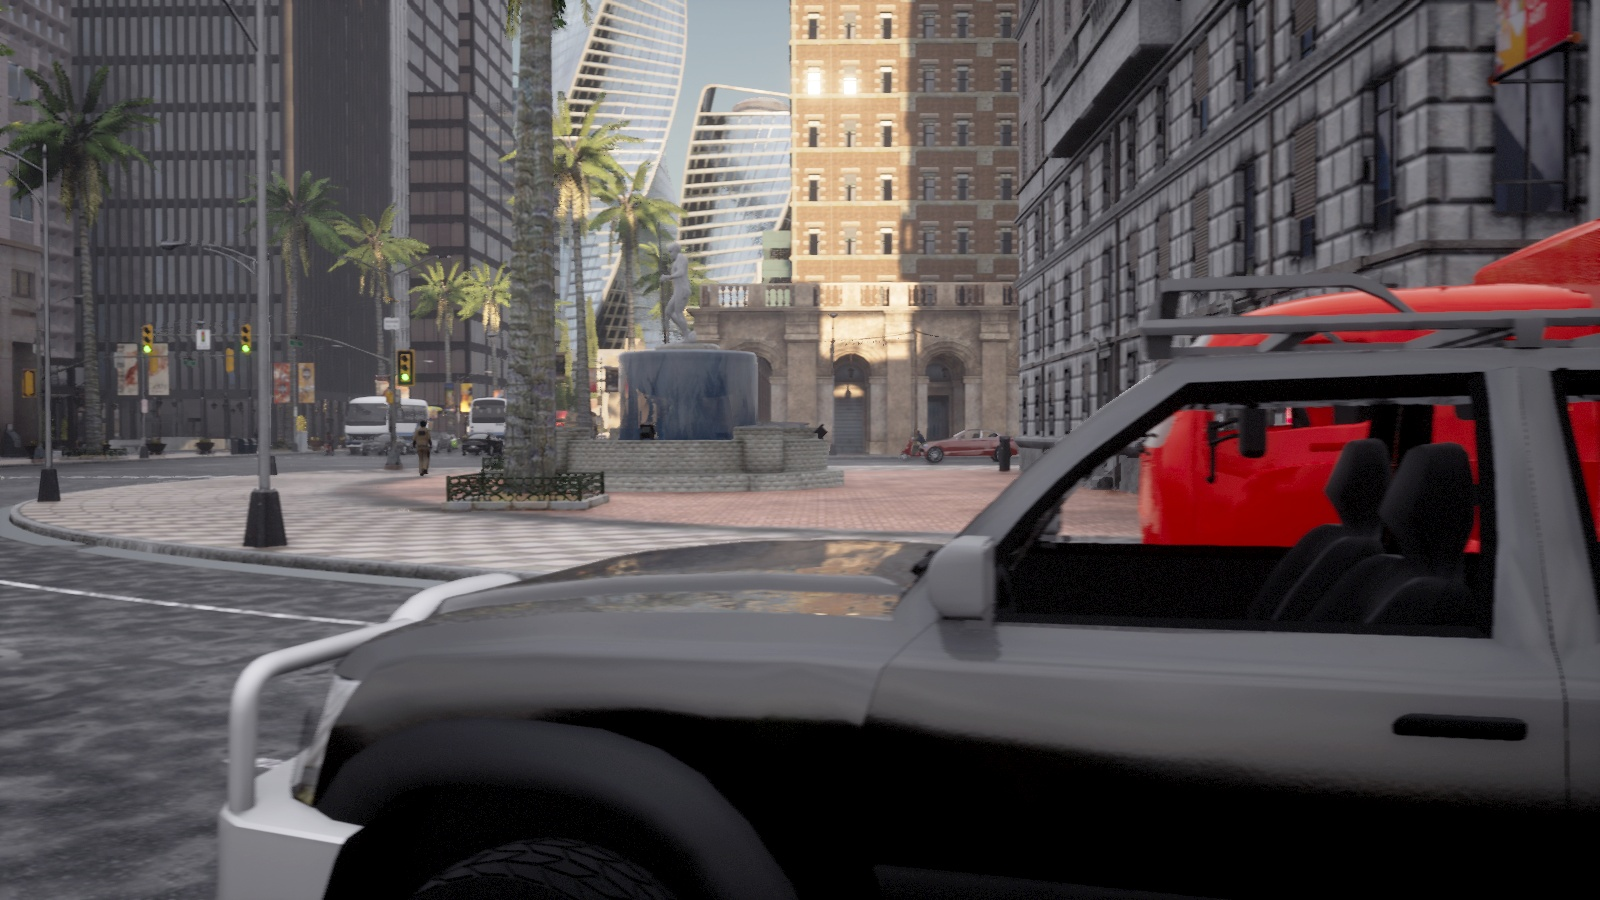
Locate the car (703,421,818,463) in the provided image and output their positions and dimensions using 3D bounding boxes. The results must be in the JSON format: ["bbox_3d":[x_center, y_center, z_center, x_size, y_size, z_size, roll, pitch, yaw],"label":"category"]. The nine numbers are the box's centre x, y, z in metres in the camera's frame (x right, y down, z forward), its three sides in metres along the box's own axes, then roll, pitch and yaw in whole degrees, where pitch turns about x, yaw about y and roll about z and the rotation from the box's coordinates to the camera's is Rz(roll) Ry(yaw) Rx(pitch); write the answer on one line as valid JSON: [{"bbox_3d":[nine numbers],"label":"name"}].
[{"bbox_3d":[-1.901,-0.407,62.341,5.566,2.045,2.150,0,1,2],"label":"car"}]

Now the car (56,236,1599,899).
[{"bbox_3d":[0.972,0.604,2.850,4.605,1.855,1.932,0,1,16],"label":"car"}]

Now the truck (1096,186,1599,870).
[{"bbox_3d":[4.011,0.271,5.616,5.204,2.467,2.627,0,1,13],"label":"truck"}]

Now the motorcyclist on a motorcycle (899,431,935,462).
[{"bbox_3d":[6.099,-0.191,65.663,1.817,1.590,0.866,0,1,2],"label":"motorcyclist on a motorcycle"}]

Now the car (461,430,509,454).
[{"bbox_3d":[-21.262,-0.568,84.831,1.882,1.535,5.008,0,1,1],"label":"car"}]

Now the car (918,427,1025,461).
[{"bbox_3d":[8.425,-0.302,62.062,5.027,1.651,2.152,0,1,2],"label":"car"}]

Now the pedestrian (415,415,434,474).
[{"bbox_3d":[-12.254,-0.187,40.953,0.396,1.930,0.692,0,1,1],"label":"pedestrian"}]

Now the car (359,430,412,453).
[{"bbox_3d":[-28.221,-0.581,85.668,1.837,1.490,4.892,0,1,2],"label":"car"}]
